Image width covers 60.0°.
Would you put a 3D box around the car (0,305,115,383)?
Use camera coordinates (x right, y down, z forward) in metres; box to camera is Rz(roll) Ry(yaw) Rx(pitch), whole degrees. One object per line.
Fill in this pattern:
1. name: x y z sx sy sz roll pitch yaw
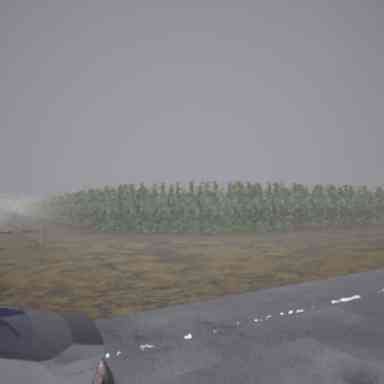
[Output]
1. car: -2.881 1.532 1.792 4.902 1.511 2.128 1 -1 -30
